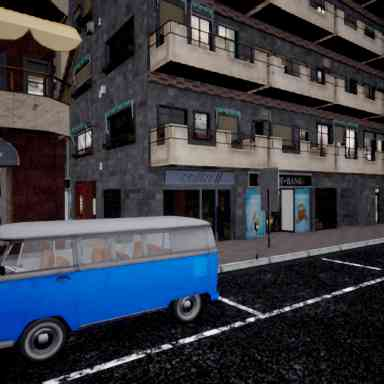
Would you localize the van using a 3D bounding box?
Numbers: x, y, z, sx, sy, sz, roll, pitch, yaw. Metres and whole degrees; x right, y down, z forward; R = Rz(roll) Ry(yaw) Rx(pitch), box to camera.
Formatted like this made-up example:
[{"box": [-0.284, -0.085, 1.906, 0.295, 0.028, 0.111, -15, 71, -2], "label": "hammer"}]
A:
[{"box": [-1.423, 1.341, 5.554, 3.998, 1.788, 1.690, 0, 0, -35], "label": "van"}]
